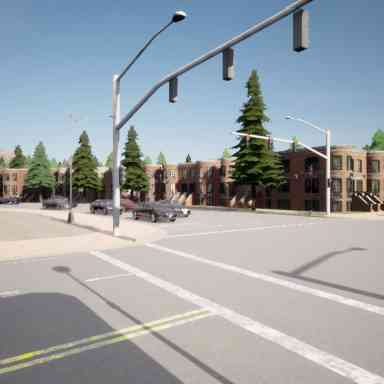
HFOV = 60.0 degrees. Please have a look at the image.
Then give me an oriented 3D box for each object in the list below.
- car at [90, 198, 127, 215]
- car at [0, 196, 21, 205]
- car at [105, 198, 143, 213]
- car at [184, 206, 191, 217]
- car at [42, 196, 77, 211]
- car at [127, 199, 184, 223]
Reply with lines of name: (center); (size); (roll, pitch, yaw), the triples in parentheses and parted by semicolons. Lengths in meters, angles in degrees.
car: (-8.646, 1.492, 33.415); (2.128, 1.511, 4.902); (0, 0, -39)
car: (-32.922, 1.492, 58.961); (4.902, 1.511, 2.128); (0, 0, 9)
car: (-7.844, 1.478, 37.861); (1.882, 1.535, 5.008); (0, 0, -43)
car: (-2.045, 1.491, 30.563); (2.128, 1.511, 4.902); (0, 0, -37)
car: (-16.730, 1.526, 41.257); (4.674, 1.442, 1.812); (0, 0, 36)
car: (-3.000, 1.505, 26.015); (1.837, 1.490, 4.892); (0, 0, -36)
